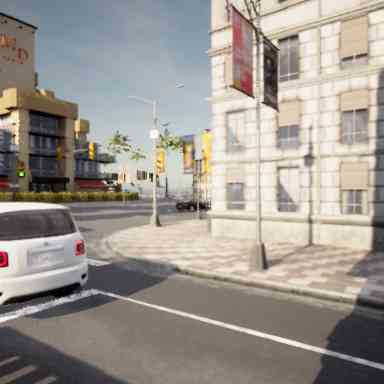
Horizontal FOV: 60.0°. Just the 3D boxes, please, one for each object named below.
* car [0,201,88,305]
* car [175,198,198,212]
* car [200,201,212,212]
[{"bbox_3d":[-4.608,1.233,7.494,5.566,2.045,2.150,0,0,39],"label":"car"},{"bbox_3d":[0.083,1.505,39.402,1.882,1.535,5.008,0,0,35],"label":"car"},{"bbox_3d":[3.210,1.587,37.723,1.994,1.385,4.181,0,0,36],"label":"car"}]
